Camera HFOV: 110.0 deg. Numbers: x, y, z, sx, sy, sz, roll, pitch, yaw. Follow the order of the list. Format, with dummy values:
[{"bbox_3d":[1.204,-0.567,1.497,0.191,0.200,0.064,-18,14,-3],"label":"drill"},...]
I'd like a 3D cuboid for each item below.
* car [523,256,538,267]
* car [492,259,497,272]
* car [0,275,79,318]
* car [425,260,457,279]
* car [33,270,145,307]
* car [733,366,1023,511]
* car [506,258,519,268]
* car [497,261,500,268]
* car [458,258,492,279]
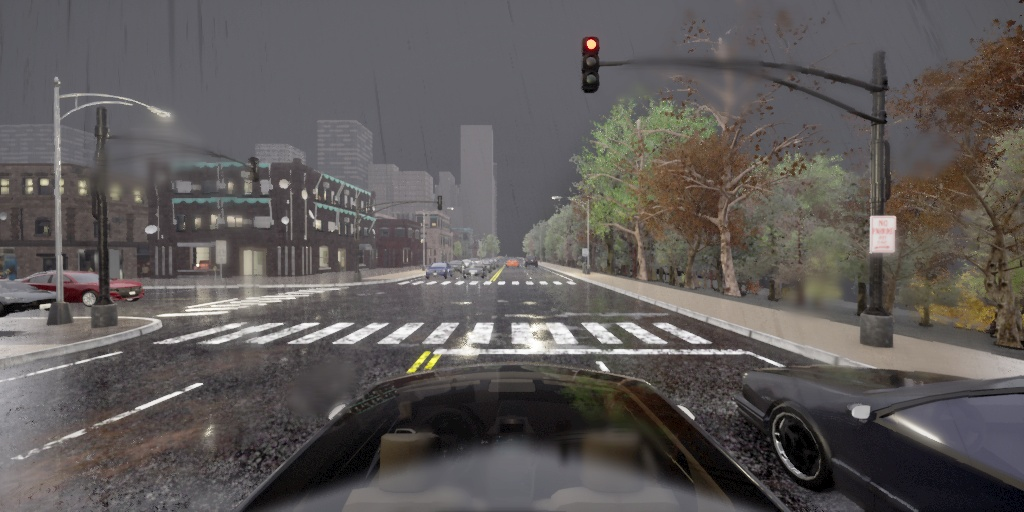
[{"bbox_3d":[3.424,0.947,64.229,2.150,2.045,5.566,0,0,0],"label":"car"},{"bbox_3d":[-3.294,1.227,42.350,2.128,1.511,4.902,0,0,0],"label":"car"},{"bbox_3d":[-19.933,1.564,13.658,4.313,1.339,1.948,0,0,0],"label":"car"},{"bbox_3d":[-6.559,1.265,32.850,1.812,1.442,4.674,0,0,0],"label":"car"},{"bbox_3d":[-19.822,1.447,16.363,5.008,1.535,1.882,-1,1,0],"label":"car"},{"bbox_3d":[3.350,1.297,1.482,2.033,1.411,5.357,0,0,0],"label":"car"},{"bbox_3d":[0.148,1.077,62.855,2.097,1.767,4.553,0,0,2],"label":"car"},{"bbox_3d":[-3.281,1.223,51.753,2.128,1.511,4.902,0,0,0],"label":"car"},{"bbox_3d":[-3.307,1.232,32.870,2.128,1.511,4.902,0,0,0],"label":"car"}]
